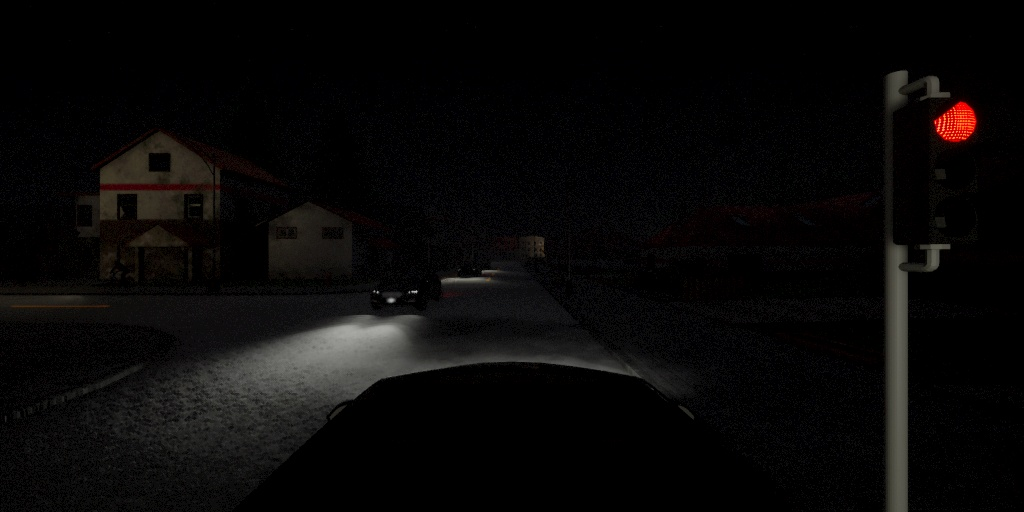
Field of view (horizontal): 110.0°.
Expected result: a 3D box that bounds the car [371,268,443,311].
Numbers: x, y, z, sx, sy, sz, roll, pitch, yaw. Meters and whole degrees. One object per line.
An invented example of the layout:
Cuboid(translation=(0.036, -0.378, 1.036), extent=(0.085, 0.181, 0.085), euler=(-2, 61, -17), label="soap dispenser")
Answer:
Cuboid(translation=(-4.098, 1.241, 14.609), extent=(2.128, 1.511, 4.902), euler=(0, 0, 0), label="car")

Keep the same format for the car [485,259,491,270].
Cuboid(translation=(-4.080, 1.228, 51.890), extent=(1.882, 1.535, 5.008), euler=(0, 0, 0), label="car")

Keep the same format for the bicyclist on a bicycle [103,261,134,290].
Cuboid(translation=(-22.538, 1.099, 20.572), extent=(0.582, 1.620, 1.656), euler=(0, 0, 0), label="bicyclist on a bicycle")

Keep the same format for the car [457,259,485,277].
Cuboid(translation=(-4.112, 1.228, 35.352), extent=(1.882, 1.535, 5.008), euler=(0, 0, 2), label="car")
